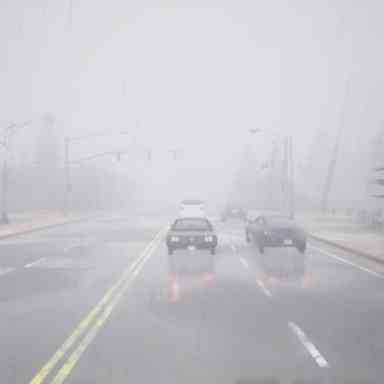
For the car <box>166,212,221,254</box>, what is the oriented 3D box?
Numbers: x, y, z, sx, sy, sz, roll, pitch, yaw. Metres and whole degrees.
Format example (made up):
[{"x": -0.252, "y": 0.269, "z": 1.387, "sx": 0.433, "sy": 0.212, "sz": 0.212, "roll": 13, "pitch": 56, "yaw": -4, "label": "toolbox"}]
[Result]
[{"x": -0.006, "y": 1.736, "z": 14.108, "sx": 1.895, "sy": 1.301, "sz": 4.718, "roll": 0, "pitch": -1, "yaw": 0, "label": "car"}]

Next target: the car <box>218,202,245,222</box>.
[{"x": 3.487, "y": 1.628, "z": 29.087, "sx": 2.097, "sy": 1.767, "sz": 4.553, "roll": 0, "pitch": -1, "yaw": 0, "label": "car"}]

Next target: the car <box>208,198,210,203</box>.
[{"x": 3.453, "y": 2.026, "z": 86.225, "sx": 2.097, "sy": 1.767, "sz": 4.553, "roll": 0, "pitch": -1, "yaw": 0, "label": "car"}]

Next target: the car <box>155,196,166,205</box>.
[{"x": -7.041, "y": 1.934, "z": 74.652, "sx": 2.150, "sy": 2.045, "sz": 5.566, "roll": 0, "pitch": -1, "yaw": 0, "label": "car"}]

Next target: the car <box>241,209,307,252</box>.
[{"x": 3.497, "y": 1.664, "z": 14.389, "sx": 1.812, "sy": 1.442, "sz": 4.674, "roll": 0, "pitch": 0, "yaw": 0, "label": "car"}]

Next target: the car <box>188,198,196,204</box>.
[{"x": -0.047, "y": 2.211, "z": 86.251, "sx": 2.033, "sy": 1.411, "sz": 5.357, "roll": 0, "pitch": -1, "yaw": 0, "label": "car"}]

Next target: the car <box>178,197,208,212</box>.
[{"x": -0.015, "y": 1.494, "z": 29.015, "sx": 2.150, "sy": 2.045, "sz": 5.566, "roll": 0, "pitch": 0, "yaw": 0, "label": "car"}]
